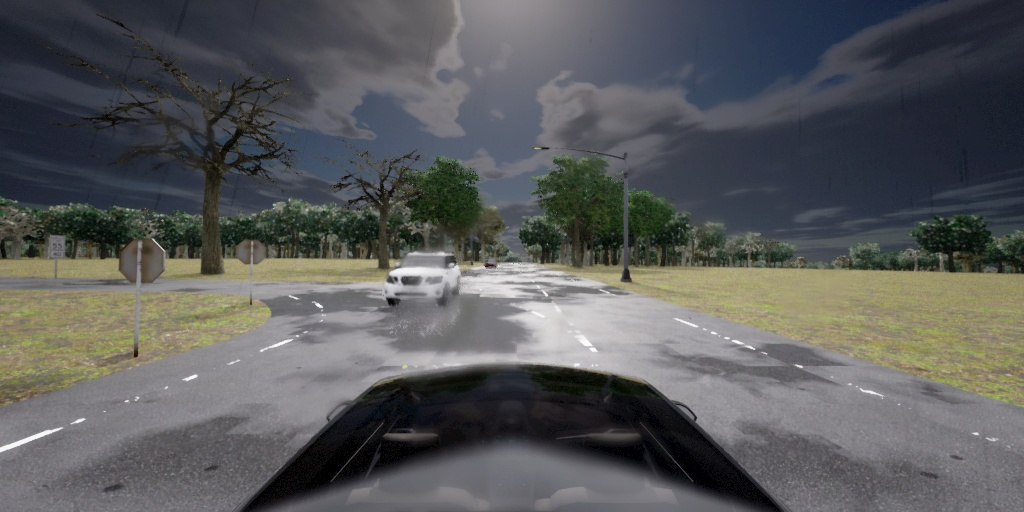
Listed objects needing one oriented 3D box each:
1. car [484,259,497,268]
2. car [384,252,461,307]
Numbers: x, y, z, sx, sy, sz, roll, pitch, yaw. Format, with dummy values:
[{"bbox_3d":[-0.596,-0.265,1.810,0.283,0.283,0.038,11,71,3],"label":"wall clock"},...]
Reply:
[{"bbox_3d":[-3.718,1.266,63.281,2.097,1.767,4.553,0,0,0],"label":"car"},{"bbox_3d":[-3.519,0.832,15.196,2.150,2.045,5.566,1,0,0],"label":"car"}]
